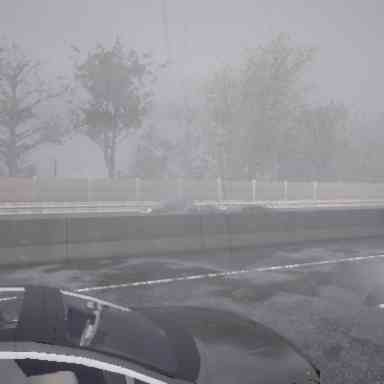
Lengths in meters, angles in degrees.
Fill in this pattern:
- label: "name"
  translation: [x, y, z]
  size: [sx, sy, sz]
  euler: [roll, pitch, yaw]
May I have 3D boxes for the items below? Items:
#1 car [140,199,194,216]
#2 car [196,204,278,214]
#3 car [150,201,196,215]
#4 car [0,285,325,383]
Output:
- label: "car"
  translation: [-1.666, 1.336, 25.306]
  size: [4.553, 1.767, 2.097]
  euler: [0, 0, -24]
- label: "car"
  translation: [2.986, 1.492, 19.716]
  size: [4.892, 1.490, 1.837]
  euler: [0, 0, -24]
- label: "car"
  translation: [0.226, 1.533, 22.318]
  size: [5.357, 1.411, 2.033]
  euler: [0, 0, -24]
- label: "car"
  translation: [-1.257, 1.491, 2.293]
  size: [4.902, 1.511, 2.128]
  euler: [0, 0, -24]
